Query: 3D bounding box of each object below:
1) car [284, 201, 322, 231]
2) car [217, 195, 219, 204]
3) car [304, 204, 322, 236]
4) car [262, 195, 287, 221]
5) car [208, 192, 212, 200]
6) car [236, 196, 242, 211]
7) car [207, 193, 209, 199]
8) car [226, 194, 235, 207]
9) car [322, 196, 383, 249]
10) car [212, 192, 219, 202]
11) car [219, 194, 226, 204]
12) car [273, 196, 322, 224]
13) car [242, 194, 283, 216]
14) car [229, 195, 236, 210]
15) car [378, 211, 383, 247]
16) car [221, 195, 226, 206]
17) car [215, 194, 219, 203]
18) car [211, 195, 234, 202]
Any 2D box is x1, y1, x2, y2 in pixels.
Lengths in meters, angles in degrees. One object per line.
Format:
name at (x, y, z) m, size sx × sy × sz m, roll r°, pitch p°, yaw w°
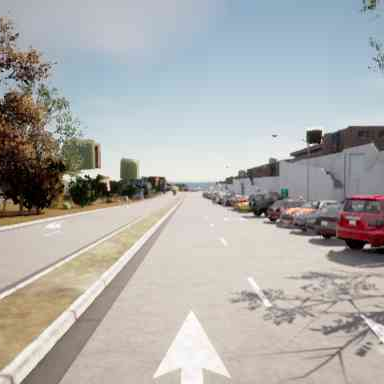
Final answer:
car at (7.945, 1.448, 18.361) m, size 4.892 × 1.521 × 2.231 m, roll 1°, pitch 0°, yaw -21°
car at (7.530, 1.732, 60.370) m, size 4.674 × 1.452 × 2.002 m, roll 1°, pitch 0°, yaw -21°
car at (7.992, 1.472, 15.377) m, size 4.792 × 1.488 × 2.163 m, roll 1°, pitch 0°, yaw -21°
car at (7.850, 1.332, 24.357) m, size 4.553 × 1.767 × 2.185 m, roll 1°, pitch -1°, yaw -21°
car at (7.358, 1.449, 75.374) m, size 5.566 × 2.045 × 2.435 m, roll 1°, pitch 1°, yaw -21°
car at (7.934, 1.512, 36.435) m, size 5.366 × 1.575 × 1.946 m, roll 1°, pitch -1°, yaw -21°
car at (7.237, 1.655, 87.391) m, size 4.792 × 1.488 × 2.163 m, roll 1°, pitch 1°, yaw -21°
car at (7.683, 1.303, 42.353) m, size 5.566 × 2.045 × 2.435 m, roll 1°, pitch 0°, yaw -21°
car at (8.024, 1.189, 12.374) m, size 5.566 × 2.045 × 2.435 m, roll 1°, pitch 0°, yaw -21°
car at (7.497, 1.457, 66.395) m, size 5.566 × 2.045 × 2.435 m, roll 1°, pitch 0°, yaw -21°
car at (7.589, 1.547, 57.383) m, size 4.553 × 1.767 × 2.185 m, roll 1°, pitch 0°, yaw -21°
car at (7.942, 1.326, 21.372) m, size 4.553 × 1.767 × 2.185 m, roll 1°, pitch 0°, yaw -21°
car at (7.848, 1.229, 30.384) m, size 5.566 × 2.045 × 2.435 m, roll 1°, pitch -1°, yaw -21°
car at (7.559, 1.525, 39.298) m, size 5.366 × 1.575 × 1.946 m, roll 1°, pitch 0°, yaw -21°
car at (8.195, 1.438, 9.426) m, size 5.366 × 1.575 × 1.946 m, roll 1°, pitch 0°, yaw -21°
car at (7.608, 1.628, 51.371) m, size 5.008 × 1.535 × 2.097 m, roll 1°, pitch -1°, yaw -21°
car at (7.523, 1.730, 63.395) m, size 4.792 × 1.488 × 2.163 m, roll 1°, pitch 0°, yaw -21°
car at (7.493, 1.667, 81.470) m, size 5.366 × 1.575 × 1.946 m, roll 1°, pitch 0°, yaw -21°
